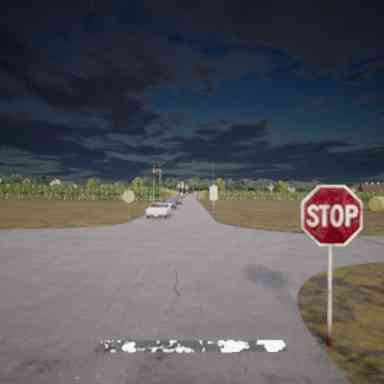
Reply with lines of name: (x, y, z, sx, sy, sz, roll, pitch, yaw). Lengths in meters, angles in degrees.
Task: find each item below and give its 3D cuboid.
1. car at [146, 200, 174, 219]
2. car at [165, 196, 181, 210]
car: (-2.930, 1.624, 29.735, 1.895, 1.301, 4.718, 0, 0, 1)
car: (-2.924, 1.562, 44.639, 2.128, 1.511, 4.902, 0, 0, 0)
